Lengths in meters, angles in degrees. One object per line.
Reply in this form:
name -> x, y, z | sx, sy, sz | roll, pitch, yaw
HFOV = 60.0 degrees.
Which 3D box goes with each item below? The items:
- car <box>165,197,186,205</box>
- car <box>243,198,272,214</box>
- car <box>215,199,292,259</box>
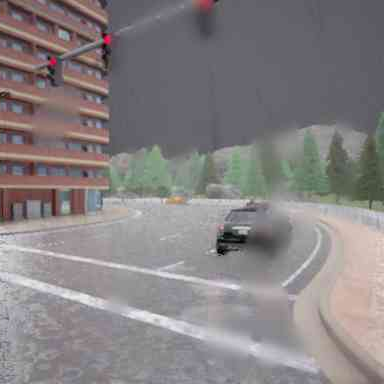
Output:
car -> -3.145, 1.638, 61.667 | 1.882, 1.535, 5.008 | 0, 0, -38
car -> 7.074, 1.505, 36.273 | 1.882, 1.535, 5.008 | 0, 0, -3
car -> 2.529, 1.331, 12.787 | 2.097, 1.767, 4.553 | -1, 0, 24
